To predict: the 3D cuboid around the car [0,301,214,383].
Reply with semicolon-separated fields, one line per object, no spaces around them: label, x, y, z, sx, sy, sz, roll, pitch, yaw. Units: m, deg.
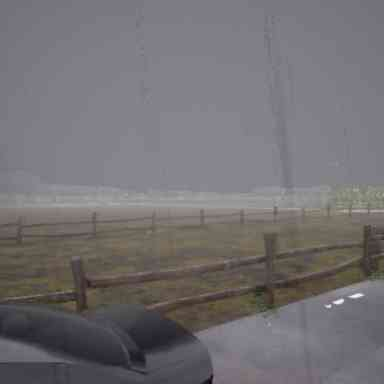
car;-2.132;1.479;1.543;5.008;1.535;1.882;0;0;-35
